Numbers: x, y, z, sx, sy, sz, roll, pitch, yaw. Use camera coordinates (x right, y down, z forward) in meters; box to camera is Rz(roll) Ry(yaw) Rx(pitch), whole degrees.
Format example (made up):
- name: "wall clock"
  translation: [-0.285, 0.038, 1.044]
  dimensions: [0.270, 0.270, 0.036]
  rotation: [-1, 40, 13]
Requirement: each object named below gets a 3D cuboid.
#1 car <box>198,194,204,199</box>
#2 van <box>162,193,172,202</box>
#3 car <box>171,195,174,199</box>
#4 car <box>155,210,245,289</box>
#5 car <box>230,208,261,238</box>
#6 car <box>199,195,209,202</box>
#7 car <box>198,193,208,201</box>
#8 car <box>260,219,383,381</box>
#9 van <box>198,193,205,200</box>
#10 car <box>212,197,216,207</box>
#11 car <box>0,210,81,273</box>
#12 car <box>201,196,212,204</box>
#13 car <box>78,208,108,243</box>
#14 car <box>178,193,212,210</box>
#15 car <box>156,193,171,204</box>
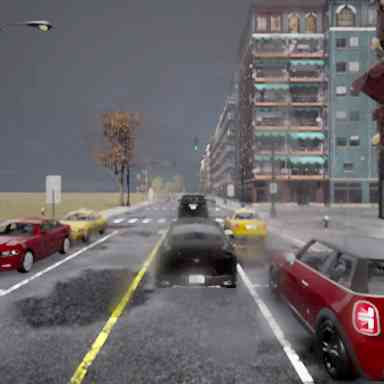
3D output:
- name: "car"
  translation: [2.520, 1.246, 94.515]
  dimensions: [1.752, 1.417, 4.829]
  rotation: [1, 0, 0]
- name: "van"
  translation: [-5.345, 1.129, 71.205]
  dimensions: [1.690, 1.788, 3.998]
  rotation: [1, 0, 0]
- name: "car"
  translation: [-5.341, 1.120, 65.551]
  dimensions: [2.192, 1.841, 5.009]
  rotation: [1, 0, 0]
- name: "car"
  translation: [0.095, 1.478, 9.057]
  dimensions: [1.837, 1.490, 4.892]
  rotation: [0, 0, 0]
- name: "car"
  translation: [2.564, 1.474, 16.713]
  dimensions: [1.752, 1.417, 4.829]
  rotation: [1, 0, 0]
- name: "car"
  translation: [2.532, 1.353, 71.701]
  dimensions: [1.947, 1.339, 4.313]
  rotation: [1, 0, 0]
- name: "car"
  translation: [2.532, 1.085, 77.361]
  dimensions: [2.192, 1.841, 5.009]
  rotation: [1, 0, 0]
- name: "car"
  translation: [2.572, 1.423, 5.453]
  dimensions: [1.967, 1.590, 4.097]
  rotation: [1, 0, 0]
- name: "van"
  translation: [2.525, 1.079, 88.683]
  dimensions: [1.690, 1.788, 3.998]
  rotation: [1, 0, 0]
- name: "car"
  translation: [2.546, 1.404, 49.057]
  dimensions: [2.008, 1.369, 4.403]
  rotation: [1, 0, 0]
- name: "car"
  translation: [-5.312, 1.512, 10.575]
  dimensions: [1.887, 1.381, 4.507]
  rotation: [1, 0, 0]
- name: "car"
  translation: [2.539, 1.402, 60.379]
  dimensions: [1.802, 1.307, 4.206]
  rotation: [1, 0, 0]
- name: "car"
  translation: [-5.315, 1.477, 15.941]
  dimensions: [1.752, 1.417, 4.829]
  rotation: [1, 0, 0]
- name: "car"
  translation: [0.083, 1.135, 25.546]
  dimensions: [2.150, 2.045, 5.566]
  rotation: [0, 1, 0]
- name: "car"
  translation: [-5.340, 1.261, 59.897]
  dimensions: [1.967, 1.590, 4.097]
  rotation: [1, 0, 0]
